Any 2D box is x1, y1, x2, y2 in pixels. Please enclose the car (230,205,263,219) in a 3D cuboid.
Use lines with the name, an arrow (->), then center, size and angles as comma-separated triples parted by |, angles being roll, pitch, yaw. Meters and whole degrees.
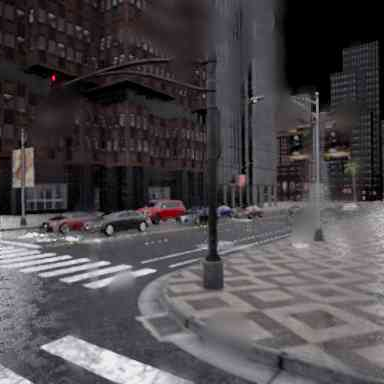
car -> 6.549, 2.239, 37.929 | 1.812, 1.442, 4.674 | -1, -1, 35

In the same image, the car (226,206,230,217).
car -> 3.119, 2.251, 38.718 | 1.812, 1.442, 4.674 | -1, -1, 35

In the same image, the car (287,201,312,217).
car -> 13.835, 2.283, 42.325 | 2.128, 1.511, 4.902 | -1, -2, 35

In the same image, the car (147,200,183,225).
car -> -2.825, 1.796, 30.263 | 2.150, 2.045, 5.566 | -1, -1, 35

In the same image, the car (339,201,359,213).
car -> 25.200, 2.515, 52.848 | 1.812, 1.442, 4.674 | -1, -1, 35

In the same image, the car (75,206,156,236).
car -> -4.833, 1.930, 21.751 | 1.837, 1.490, 4.892 | -1, -1, 35

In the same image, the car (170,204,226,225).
car -> 0.651, 2.055, 29.553 | 2.128, 1.511, 4.902 | -1, -1, 35

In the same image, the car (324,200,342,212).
car -> 23.764, 2.601, 56.435 | 2.033, 1.411, 5.357 | -1, -1, 34

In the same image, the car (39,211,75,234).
car -> -8.121, 2.005, 22.709 | 1.994, 1.385, 4.181 | -1, -1, 36
